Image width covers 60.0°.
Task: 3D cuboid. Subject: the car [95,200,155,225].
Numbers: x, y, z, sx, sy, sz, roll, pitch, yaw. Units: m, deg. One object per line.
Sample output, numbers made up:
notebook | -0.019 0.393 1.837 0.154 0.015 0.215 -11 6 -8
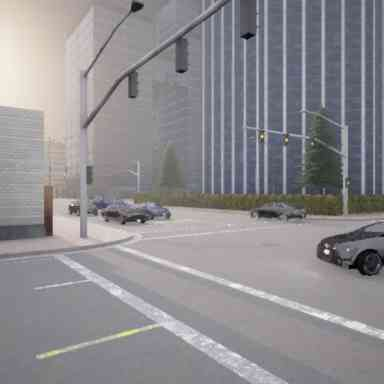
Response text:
car | -5.237 1.603 25.285 2.033 1.411 5.357 0 0 -36

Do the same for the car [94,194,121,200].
car | -9.309 1.277 36.969 2.150 2.045 5.566 0 0 -36

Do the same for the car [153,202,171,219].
car | -3.644 1.581 29.099 1.812 1.442 4.674 0 0 -36

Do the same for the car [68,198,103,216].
car | -10.910 1.560 33.192 1.837 1.490 4.892 0 0 -36

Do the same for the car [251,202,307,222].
car | 6.856 1.548 26.798 2.128 1.511 4.902 0 0 -36

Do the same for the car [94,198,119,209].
car | -12.204 1.558 47.304 1.837 1.490 4.892 0 -1 -36

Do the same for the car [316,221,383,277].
car | 5.973 1.588 9.952 4.181 1.385 1.994 0 0 -3
